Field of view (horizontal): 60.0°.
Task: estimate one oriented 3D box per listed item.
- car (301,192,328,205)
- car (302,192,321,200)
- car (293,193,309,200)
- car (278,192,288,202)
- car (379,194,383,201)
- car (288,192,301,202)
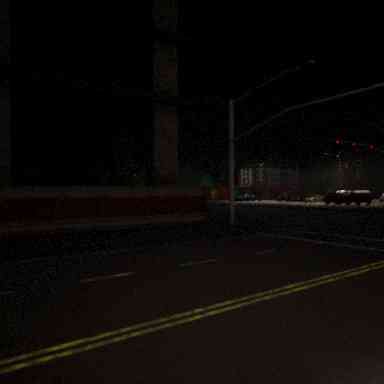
[{"bbox_3d":[21.915,1.165,59.464,3.806,1.475,1.970,0,0,-35],"label":"car"},{"bbox_3d":[27.735,0.856,77.221,4.605,1.855,1.932,0,0,-35],"label":"car"},{"bbox_3d":[26.114,1.066,79.622,3.905,1.438,1.784,0,0,-35],"label":"car"},{"bbox_3d":[18.650,0.923,63.987,4.605,1.855,1.932,0,0,-35],"label":"car"},{"bbox_3d":[37.574,1.098,63.483,3.806,1.475,1.970,0,0,-35],"label":"car"},{"bbox_3d":[20.243,1.133,61.827,3.905,1.438,1.784,0,0,-35],"label":"car"}]
